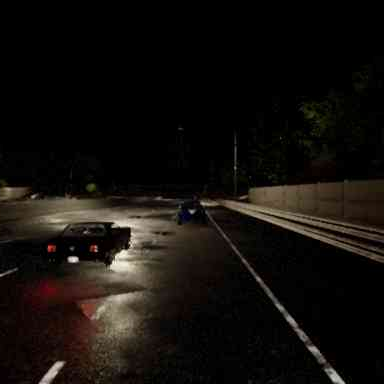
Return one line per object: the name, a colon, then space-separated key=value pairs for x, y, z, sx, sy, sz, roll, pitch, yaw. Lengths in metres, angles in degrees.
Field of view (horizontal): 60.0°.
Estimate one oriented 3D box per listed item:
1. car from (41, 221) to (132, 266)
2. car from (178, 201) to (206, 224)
car: x=-3.397 y=1.669 z=11.769 sx=1.895 sy=1.301 sz=4.718 roll=0 pitch=0 yaw=0
car: x=0.004 y=1.515 z=26.392 sx=2.097 sy=1.767 sz=4.553 roll=0 pitch=0 yaw=0
